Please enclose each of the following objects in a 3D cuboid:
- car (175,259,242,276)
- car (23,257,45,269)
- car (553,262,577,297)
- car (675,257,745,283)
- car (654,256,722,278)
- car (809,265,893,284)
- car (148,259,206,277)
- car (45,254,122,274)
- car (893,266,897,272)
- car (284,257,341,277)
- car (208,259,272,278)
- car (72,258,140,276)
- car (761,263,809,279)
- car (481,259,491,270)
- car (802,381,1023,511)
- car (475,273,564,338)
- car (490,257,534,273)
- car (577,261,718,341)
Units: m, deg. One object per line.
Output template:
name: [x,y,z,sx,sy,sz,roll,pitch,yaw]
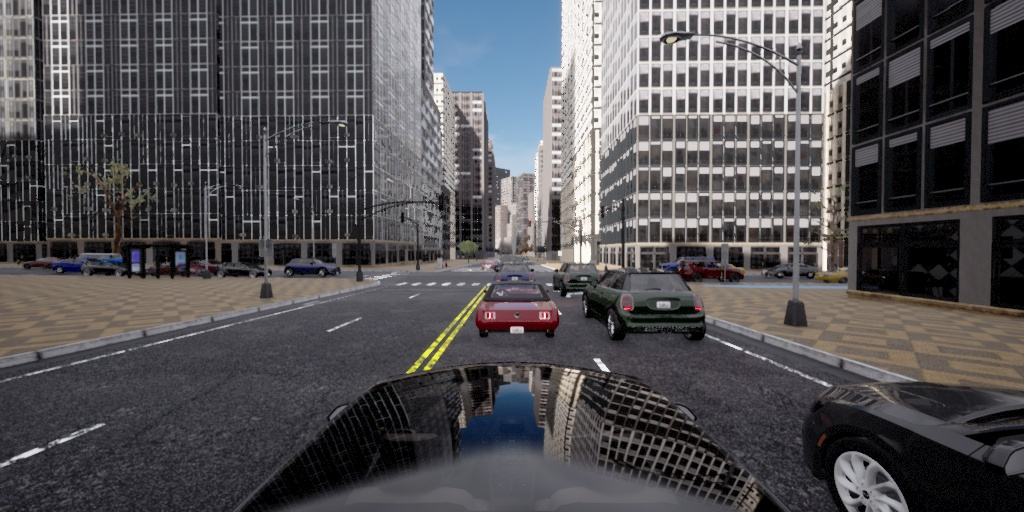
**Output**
car: [-27.948,1.031,33.074,4.674,1.442,1.812,1,1,2]
car: [-50.889,0.781,39.390,4.207,1.307,1.802,0,0,1]
car: [3.385,1.087,18.982,2.097,1.767,4.553,0,0,0]
car: [16.252,1.259,29.632,5.009,1.841,2.192,0,0,1]
car: [17.289,1.080,35.385,5.566,2.045,2.150,1,1,1]
car: [27.700,1.569,29.410,4.829,1.417,1.751,0,0,1]
car: [-28.355,1.128,30.391,4.207,1.307,1.802,0,0,1]
car: [-39.500,0.878,33.337,5.008,1.535,1.882,1,1,1]
car: [33.170,1.675,29.304,4.207,1.307,1.802,0,0,1]
car: [-18.167,0.947,32.814,4.553,1.767,2.097,1,1,2]
car: [-22.671,1.164,30.245,4.313,1.339,1.948,0,0,1]
car: [-34.035,1.060,30.577,4.313,1.339,1.948,0,0,1]
car: [27.233,1.437,35.192,4.902,1.511,2.128,1,1,1]
car: [-3.224,1.224,50.612,1.812,1.442,4.674,0,0,0]
car: [3.342,1.255,0.990,1.837,1.490,4.892,0,0,0]
car: [0.115,1.344,10.142,1.895,1.301,4.718,0,0,0]
car: [0.136,1.086,19.135,2.097,1.767,4.553,0,0,0]
car: [3.359,1.095,10.045,2.097,1.767,4.553,0,0,0]
